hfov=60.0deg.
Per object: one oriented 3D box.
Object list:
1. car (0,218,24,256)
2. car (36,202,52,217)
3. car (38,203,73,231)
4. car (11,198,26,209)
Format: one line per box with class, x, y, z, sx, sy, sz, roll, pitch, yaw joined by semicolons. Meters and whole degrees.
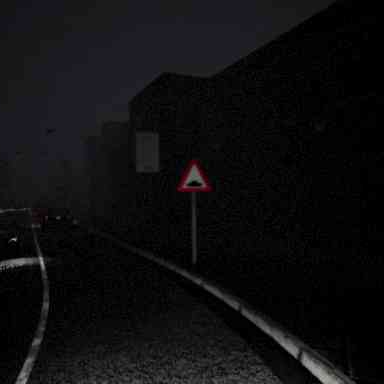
car;-8.423;1.887;14.440;1.812;1.442;4.674;-1;-1;-26
car;-17.764;1.954;40.425;2.097;1.767;4.553;-1;2;-26
car;-10.609;1.942;25.986;2.097;1.767;4.553;-1;-1;-26
car;-26.549;1.728;51.006;1.812;1.442;4.674;-1;3;-26
